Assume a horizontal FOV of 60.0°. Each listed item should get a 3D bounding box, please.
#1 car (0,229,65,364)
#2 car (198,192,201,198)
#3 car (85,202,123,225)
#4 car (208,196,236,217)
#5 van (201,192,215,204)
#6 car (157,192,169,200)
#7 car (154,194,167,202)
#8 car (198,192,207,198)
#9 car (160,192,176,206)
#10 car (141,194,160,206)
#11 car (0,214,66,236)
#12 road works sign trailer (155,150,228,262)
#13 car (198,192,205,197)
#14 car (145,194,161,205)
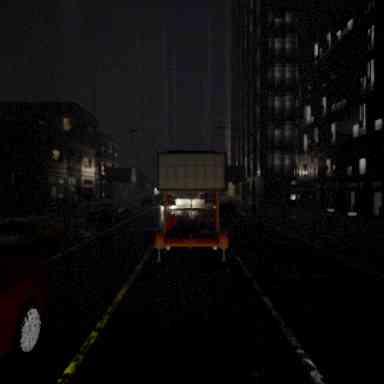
[{"bbox_3d":[-3.104,1.446,3.042,1.882,1.535,5.008,0,1,0],"label":"car"},{"bbox_3d":[2.605,0.906,66.458,1.752,1.417,4.829,0,1,0],"label":"car"},{"bbox_3d":[-5.720,1.336,22.084,2.008,1.369,4.403,0,1,0],"label":"car"},{"bbox_3d":[2.653,1.284,27.621,2.008,1.369,4.403,0,1,0],"label":"car"},{"bbox_3d":[2.624,0.871,49.715,1.690,1.788,3.998,0,1,0],"label":"van"},{"bbox_3d":[-5.776,0.823,66.274,1.967,1.590,4.097,0,1,0],"label":"car"},{"bbox_3d":[-5.768,0.997,60.750,1.947,1.339,4.313,0,1,0],"label":"car"},{"bbox_3d":[2.584,0.787,82.861,2.008,1.369,4.403,0,1,0],"label":"car"},{"bbox_3d":[-3.145,1.096,45.155,1.812,1.442,4.674,0,0,0],"label":"car"},{"bbox_3d":[-5.748,1.130,44.179,2.008,1.369,4.403,0,1,0],"label":"car"},{"bbox_3d":[-5.706,1.418,10.865,1.752,1.417,4.829,0,1,0],"label":"car"},{"bbox_3d":[-0.014,0.350,11.626,2.380,3.560,2.880,0,1,0],"label":"road works sign trailer"},{"bbox_3d":[2.570,0.664,94.078,1.752,1.417,4.829,0,0,0],"label":"car"},{"bbox_3d":[-5.755,1.075,49.703,1.887,1.381,4.507,0,1,0],"label":"car"}]
